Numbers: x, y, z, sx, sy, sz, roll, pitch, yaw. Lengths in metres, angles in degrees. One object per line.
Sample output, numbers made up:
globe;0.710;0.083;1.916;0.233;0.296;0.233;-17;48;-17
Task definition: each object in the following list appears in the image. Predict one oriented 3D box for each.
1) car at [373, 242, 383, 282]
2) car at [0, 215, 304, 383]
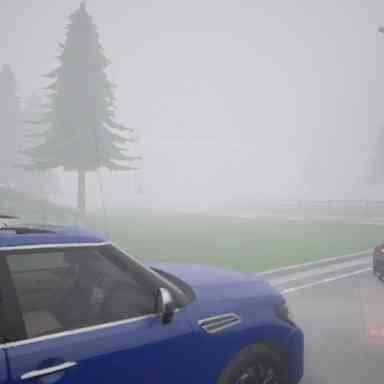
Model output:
car;6.434;1.505;8.362;4.892;1.490;1.837;0;0;-35
car;-1.500;1.218;2.677;5.566;2.045;2.150;1;0;-35
